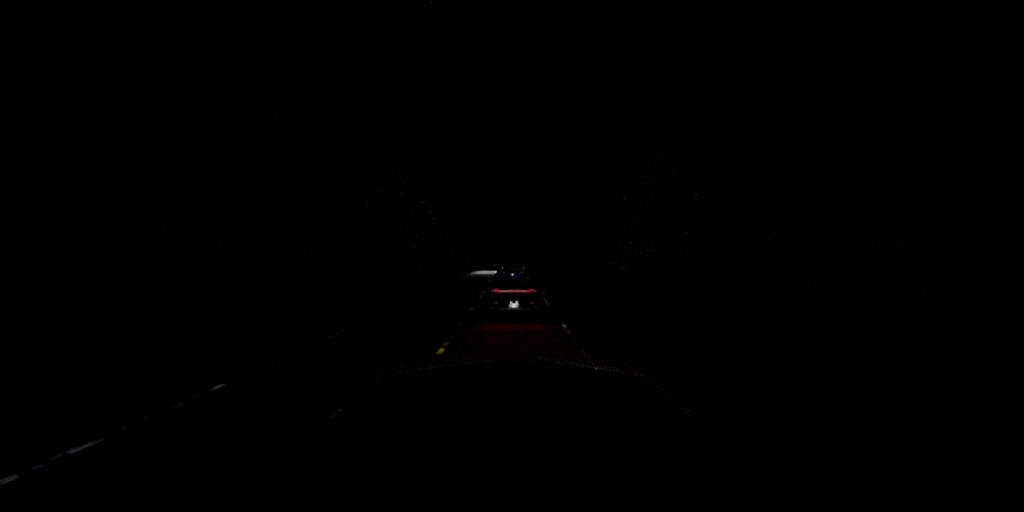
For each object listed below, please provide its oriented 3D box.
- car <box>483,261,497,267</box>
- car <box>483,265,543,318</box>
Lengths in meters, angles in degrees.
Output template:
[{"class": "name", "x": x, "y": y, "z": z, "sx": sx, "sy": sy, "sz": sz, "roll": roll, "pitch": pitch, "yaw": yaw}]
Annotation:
[{"class": "car", "x": -3.071, "y": 1.376, "z": 50.941, "sx": 1.895, "sy": 1.301, "sz": 4.718, "roll": 0, "pitch": 0, "yaw": 0}, {"class": "car", "x": 0.071, "y": 1.253, "z": 13.050, "sx": 2.128, "sy": 1.511, "sz": 4.902, "roll": 0, "pitch": 0, "yaw": 0}]
